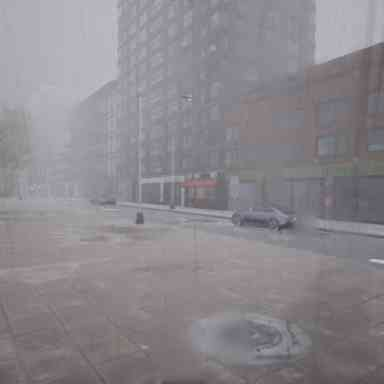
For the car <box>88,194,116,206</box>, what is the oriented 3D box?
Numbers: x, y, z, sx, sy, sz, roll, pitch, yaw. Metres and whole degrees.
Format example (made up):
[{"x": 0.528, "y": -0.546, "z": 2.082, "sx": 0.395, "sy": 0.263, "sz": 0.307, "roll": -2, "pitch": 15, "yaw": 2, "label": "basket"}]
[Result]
[{"x": -10.822, "y": 0.937, "z": 39.889, "sx": 2.033, "sy": 1.411, "sz": 5.357, "roll": 1, "pitch": 0, "yaw": -35, "label": "car"}]

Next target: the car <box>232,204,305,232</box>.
[{"x": 4.161, "y": 1.357, "z": 18.680, "sx": 1.994, "sy": 1.385, "sz": 4.181, "roll": 1, "pitch": 1, "yaw": -35, "label": "car"}]
